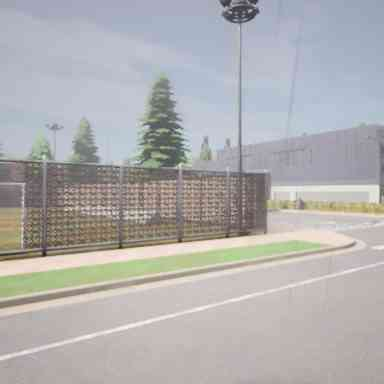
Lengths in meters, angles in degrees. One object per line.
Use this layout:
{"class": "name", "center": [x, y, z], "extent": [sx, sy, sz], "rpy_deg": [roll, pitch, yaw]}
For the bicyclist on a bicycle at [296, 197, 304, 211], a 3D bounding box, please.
{"class": "bicyclist on a bicycle", "center": [13.383, 1.496, 41.099], "extent": [1.656, 1.620, 0.582], "rpy_deg": [0, 0, -35]}
